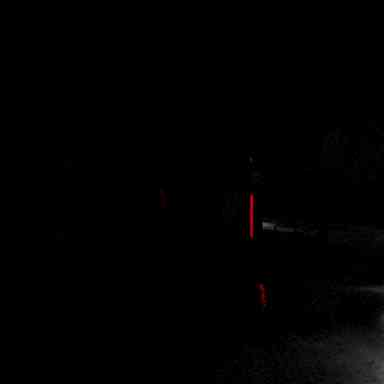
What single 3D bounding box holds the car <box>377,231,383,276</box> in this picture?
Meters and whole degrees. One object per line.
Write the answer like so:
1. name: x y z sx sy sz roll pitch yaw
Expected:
1. car: 6.730 1.491 9.412 2.128 1.511 4.902 1 1 38
